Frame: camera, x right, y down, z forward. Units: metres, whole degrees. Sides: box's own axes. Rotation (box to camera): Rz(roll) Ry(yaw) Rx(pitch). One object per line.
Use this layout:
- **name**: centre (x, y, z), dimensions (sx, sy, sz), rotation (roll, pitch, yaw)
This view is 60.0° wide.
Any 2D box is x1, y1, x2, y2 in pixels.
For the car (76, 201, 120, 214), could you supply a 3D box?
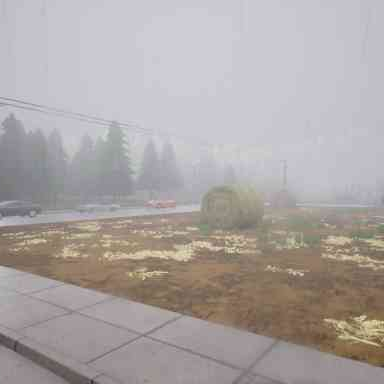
- **car**: centre (-10.307, 1.628, 36.536), dimensions (1.895, 1.301, 4.718), rotation (0, 0, 37)

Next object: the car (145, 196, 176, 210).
- **car**: centre (-4.213, 1.379, 44.728), dimensions (2.097, 1.767, 4.553), rotation (0, 0, 37)

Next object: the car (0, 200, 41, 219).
- **car**: centre (-15.790, 1.531, 29.147), dimensions (1.837, 1.490, 4.892), rotation (0, 0, 37)
